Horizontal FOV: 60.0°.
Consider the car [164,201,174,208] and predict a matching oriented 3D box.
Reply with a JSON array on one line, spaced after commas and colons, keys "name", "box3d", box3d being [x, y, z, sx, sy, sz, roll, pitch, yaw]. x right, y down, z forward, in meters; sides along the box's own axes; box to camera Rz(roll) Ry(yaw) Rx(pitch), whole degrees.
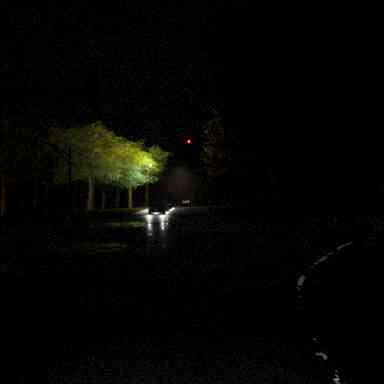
[{"name": "car", "box3d": [-4.707, 2.565, 68.213, 1.895, 1.301, 4.718, 0, -2, -1]}]

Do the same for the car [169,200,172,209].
[{"name": "car", "box3d": [-4.353, 2.079, 49.051, 1.812, 1.442, 4.674, 0, -1, -1]}]

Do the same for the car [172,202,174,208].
[{"name": "car", "box3d": [-4.545, 2.073, 57.983, 2.097, 1.767, 4.553, 0, -1, -1]}]

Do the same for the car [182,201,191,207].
[{"name": "car", "box3d": [-1.239, 2.620, 70.526, 1.895, 1.301, 4.718, 0, -2, -1]}]

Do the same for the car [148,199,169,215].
[{"name": "car", "box3d": [-4.153, 1.902, 40.058, 1.837, 1.490, 4.892, 0, -1, -1]}]

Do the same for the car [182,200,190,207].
[{"name": "car", "box3d": [-1.473, 2.824, 80.614, 1.882, 1.535, 5.008, 0, -2, -1]}]
